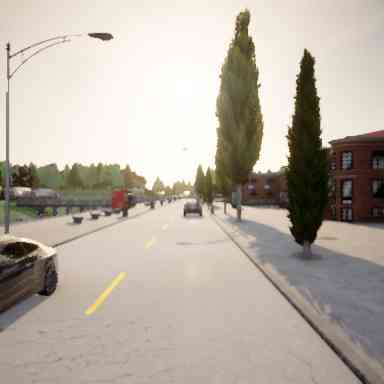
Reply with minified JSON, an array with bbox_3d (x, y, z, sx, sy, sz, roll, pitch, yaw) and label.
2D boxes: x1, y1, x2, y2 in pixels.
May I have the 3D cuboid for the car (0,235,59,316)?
[{"bbox_3d":[-4.084,1.596,6.266,1.812,1.442,4.674,0,-1,0],"label":"car"}]

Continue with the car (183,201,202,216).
[{"bbox_3d":[0.073,1.772,37.811,2.097,1.767,4.553,0,-1,0],"label":"car"}]

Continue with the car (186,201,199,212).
[{"bbox_3d":[0.062,2.054,47.584,1.812,1.442,4.674,0,-1,0],"label":"car"}]
